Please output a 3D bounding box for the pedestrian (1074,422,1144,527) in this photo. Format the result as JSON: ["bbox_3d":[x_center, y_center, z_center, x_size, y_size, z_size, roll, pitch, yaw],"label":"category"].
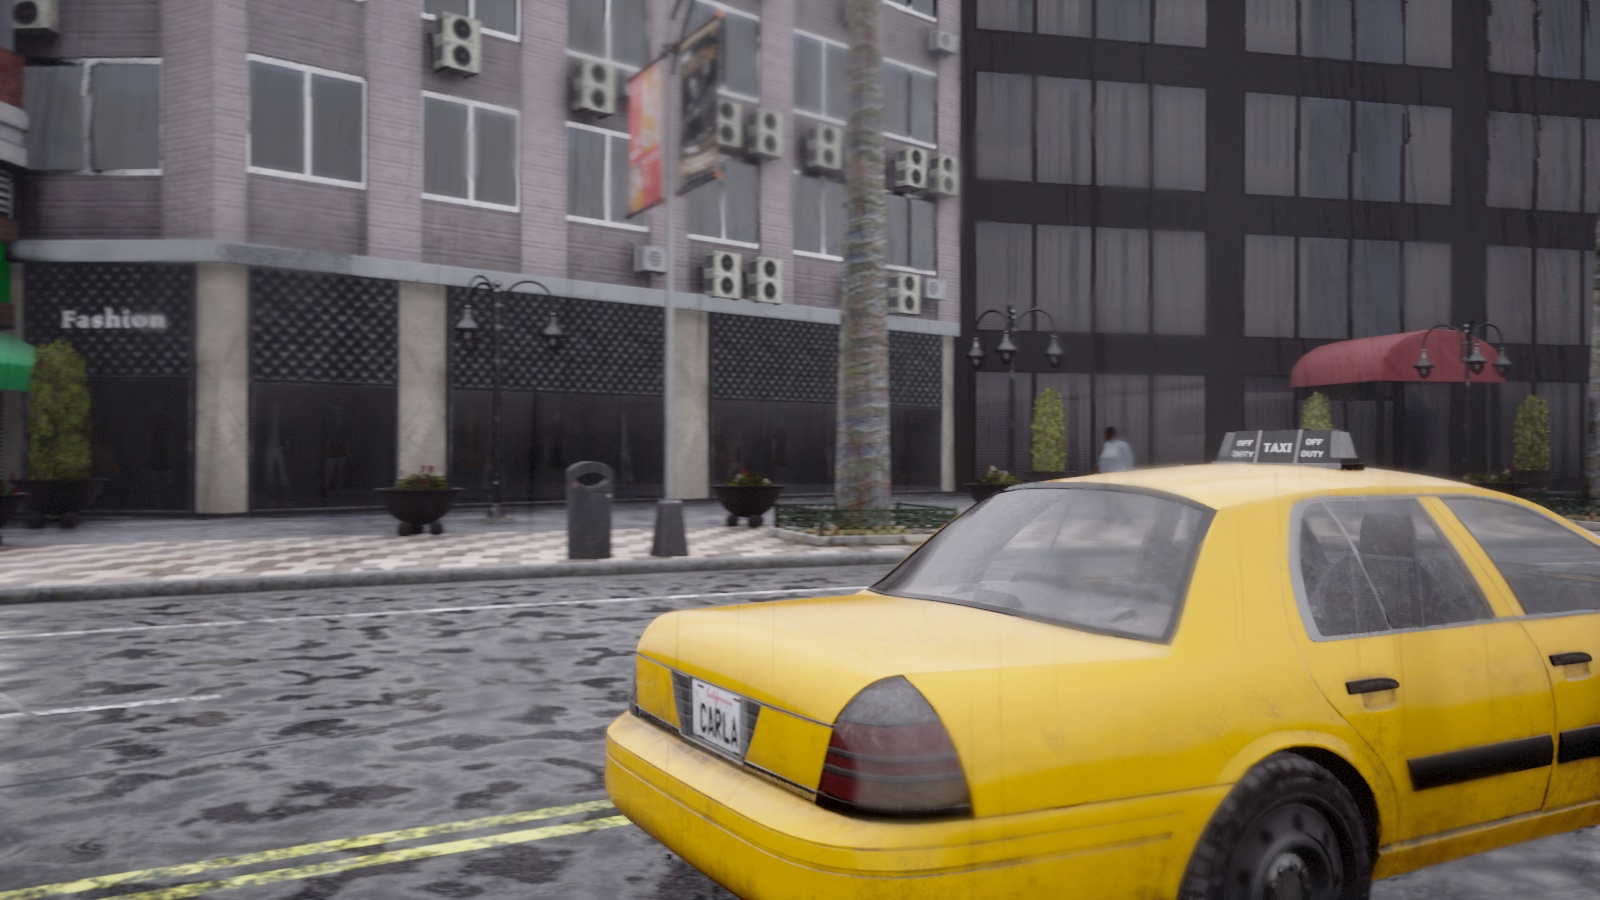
[{"bbox_3d":[5.594,0.429,22.778,0.900,1.855,0.874,0,0,-18],"label":"pedestrian"}]

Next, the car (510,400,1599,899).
[{"bbox_3d":[1.842,0.688,4.588,5.366,1.575,1.801,0,0,-29],"label":"car"}]
